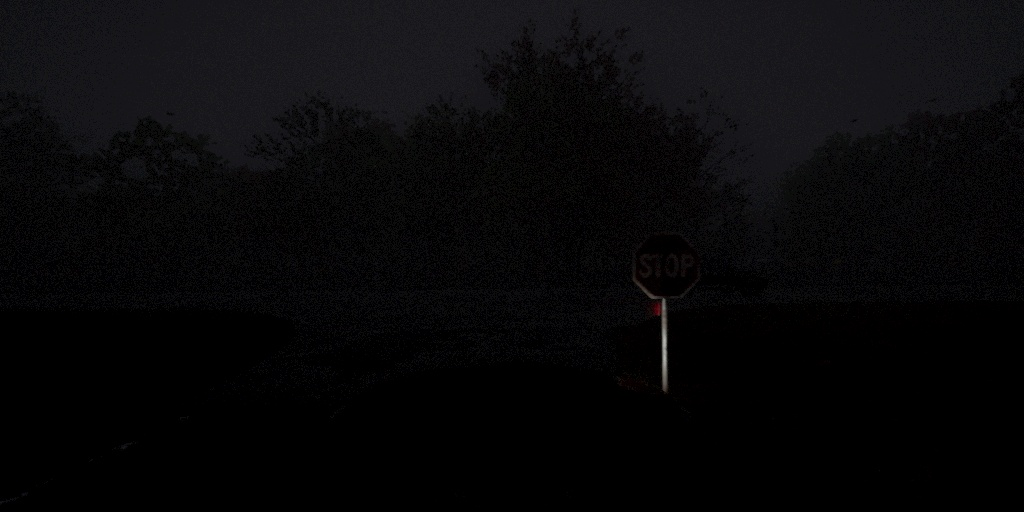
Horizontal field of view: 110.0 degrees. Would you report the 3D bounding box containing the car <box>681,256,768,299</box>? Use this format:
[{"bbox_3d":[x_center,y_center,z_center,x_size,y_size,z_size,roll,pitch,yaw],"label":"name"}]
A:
[{"bbox_3d":[9.755,1.039,18.252,5.566,2.045,2.150,0,-2,0],"label":"car"}]
